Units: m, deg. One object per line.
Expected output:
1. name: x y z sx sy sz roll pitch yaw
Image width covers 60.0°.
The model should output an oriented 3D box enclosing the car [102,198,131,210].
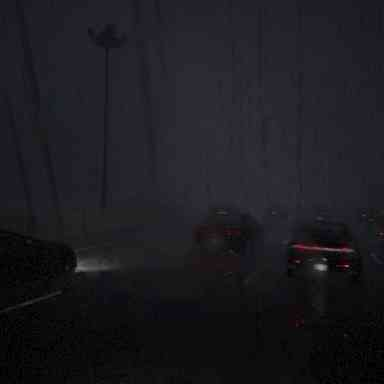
1. car: -10.217 1.553 45.352 1.837 1.490 4.892 1 -1 14

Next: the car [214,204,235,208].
1. car: 2.732 1.702 26.500 1.837 1.490 4.892 1 0 19

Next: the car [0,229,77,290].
1. car: -4.721 1.514 7.705 1.994 1.385 4.181 1 0 25

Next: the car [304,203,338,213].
1. car: 10.397 1.844 27.469 2.128 1.511 4.902 1 0 18

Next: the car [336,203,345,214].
1. car: 17.384 2.032 39.457 1.882 1.535 5.008 1 0 13

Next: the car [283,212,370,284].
1. car: 4.057 1.627 10.243 2.128 1.511 4.902 1 0 23

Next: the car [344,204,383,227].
1. car: 13.830 1.894 26.676 1.882 1.535 5.008 1 0 17

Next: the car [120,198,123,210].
1. car: -7.305 1.310 42.481 2.150 2.045 5.566 1 0 14

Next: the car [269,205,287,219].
1. car: 7.803 1.885 30.979 1.994 1.385 4.181 1 0 17

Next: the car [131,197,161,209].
1. car: -5.062 1.651 37.371 2.033 1.411 5.357 1 0 16

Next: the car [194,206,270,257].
1. car: 1.722 1.586 13.723 1.882 1.535 5.008 1 0 23
